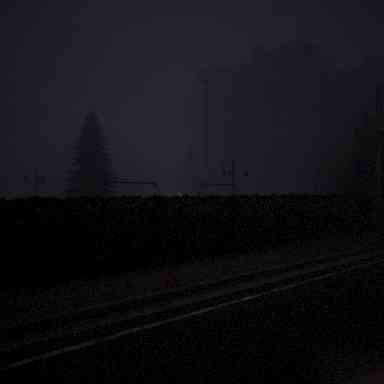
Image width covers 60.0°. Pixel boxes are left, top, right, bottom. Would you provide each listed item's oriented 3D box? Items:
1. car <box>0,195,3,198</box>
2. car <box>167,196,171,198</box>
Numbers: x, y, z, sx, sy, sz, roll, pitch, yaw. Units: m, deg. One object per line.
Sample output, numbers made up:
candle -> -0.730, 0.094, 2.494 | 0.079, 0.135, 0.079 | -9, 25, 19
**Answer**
car -> -40.312, 1.374, 67.393 | 3.633, 1.501, 1.845 | 0, 0, -38
car -> -4.684, 1.337, 50.366 | 2.097, 1.767, 4.553 | 0, 0, -38
